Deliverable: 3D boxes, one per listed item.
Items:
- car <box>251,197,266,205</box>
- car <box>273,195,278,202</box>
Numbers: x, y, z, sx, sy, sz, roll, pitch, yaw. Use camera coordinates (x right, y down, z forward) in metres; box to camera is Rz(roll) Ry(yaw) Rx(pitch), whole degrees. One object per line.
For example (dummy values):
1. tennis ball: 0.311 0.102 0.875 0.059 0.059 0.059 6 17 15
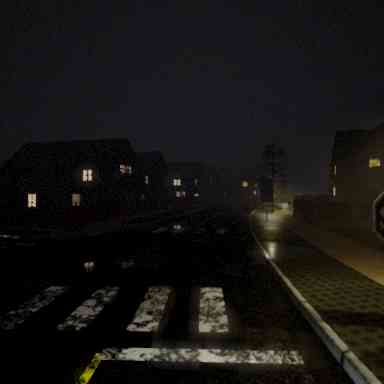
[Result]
1. car: 11.351 1.470 55.948 1.895 1.301 4.718 0 0 24
2. car: 15.529 1.309 65.315 2.128 1.511 4.902 0 0 27
